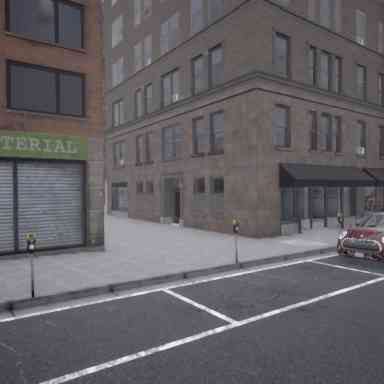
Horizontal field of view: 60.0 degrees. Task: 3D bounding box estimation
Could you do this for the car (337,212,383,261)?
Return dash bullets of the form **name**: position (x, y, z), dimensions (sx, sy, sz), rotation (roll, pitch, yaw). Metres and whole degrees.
- **car**: position (6.841, 1.438, 11.555), dimensions (4.097, 1.590, 1.967), rotation (0, -1, -36)
